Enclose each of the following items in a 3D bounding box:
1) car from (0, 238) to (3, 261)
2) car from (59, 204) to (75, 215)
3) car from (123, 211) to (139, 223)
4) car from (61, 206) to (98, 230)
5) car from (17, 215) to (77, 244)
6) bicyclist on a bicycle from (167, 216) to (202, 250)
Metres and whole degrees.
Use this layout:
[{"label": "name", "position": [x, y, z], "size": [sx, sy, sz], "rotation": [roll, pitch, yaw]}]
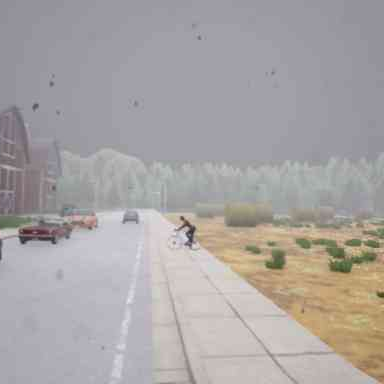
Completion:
[{"label": "car", "position": [-7.042, 1.728, 9.263], "size": [1.837, 1.490, 4.892], "rotation": [2, -2, -7]}, {"label": "car", "position": [-15.637, 2.583, 43.309], "size": [3.866, 1.878, 1.905], "rotation": [2, -7, 40]}, {"label": "car", "position": [-7.529, 3.080, 41.153], "size": [2.033, 1.411, 5.357], "rotation": [2, -2, -7]}, {"label": "car", "position": [-9.692, 2.354, 29.518], "size": [2.097, 1.767, 4.553], "rotation": [2, -2, -7]}, {"label": "car", "position": [-8.368, 2.211, 19.325], "size": [1.895, 1.301, 4.718], "rotation": [2, -2, -7]}, {"label": "bicyclist on a bicycle", "position": [-0.330, 1.940, 15.657], "size": [1.656, 1.620, 0.582], "rotation": [1, -2, -8]}]
